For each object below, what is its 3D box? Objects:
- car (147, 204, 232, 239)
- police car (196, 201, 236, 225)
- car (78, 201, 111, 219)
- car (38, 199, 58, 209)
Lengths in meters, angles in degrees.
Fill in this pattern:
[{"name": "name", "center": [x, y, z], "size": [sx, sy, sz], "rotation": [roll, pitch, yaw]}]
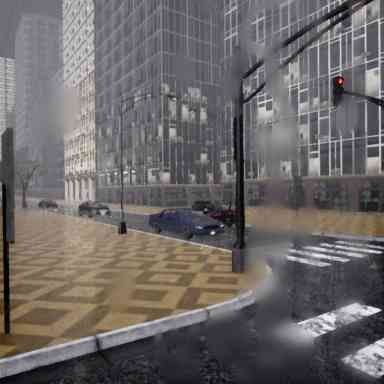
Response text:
[{"name": "car", "center": [-0.524, 1.589, 18.192], "size": [2.033, 1.411, 5.357], "rotation": [-1, 0, -35]}, {"name": "police car", "center": [0.641, 1.434, 21.873], "size": [1.930, 1.638, 5.238], "rotation": [-1, 0, -35]}, {"name": "car", "center": [-8.891, 1.551, 30.130], "size": [2.128, 1.511, 4.902], "rotation": [-1, 0, -35]}, {"name": "car", "center": [-20.090, 1.663, 46.277], "size": [1.994, 1.385, 4.181], "rotation": [-1, 0, -35]}]
